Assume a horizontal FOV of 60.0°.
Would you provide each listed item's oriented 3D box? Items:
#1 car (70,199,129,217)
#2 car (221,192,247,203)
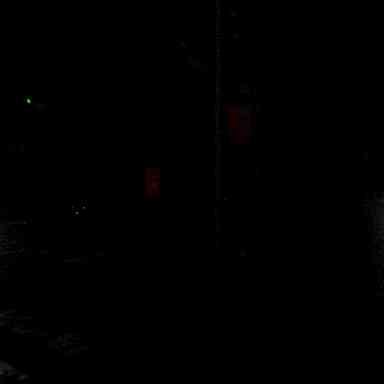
[{"bbox_3d":[-7.386,1.233,26.897,1.895,1.301,4.718,0,1,35],"label":"car"},{"bbox_3d":[5.833,0.731,45.737,2.128,1.511,4.902,0,1,35],"label":"car"}]
